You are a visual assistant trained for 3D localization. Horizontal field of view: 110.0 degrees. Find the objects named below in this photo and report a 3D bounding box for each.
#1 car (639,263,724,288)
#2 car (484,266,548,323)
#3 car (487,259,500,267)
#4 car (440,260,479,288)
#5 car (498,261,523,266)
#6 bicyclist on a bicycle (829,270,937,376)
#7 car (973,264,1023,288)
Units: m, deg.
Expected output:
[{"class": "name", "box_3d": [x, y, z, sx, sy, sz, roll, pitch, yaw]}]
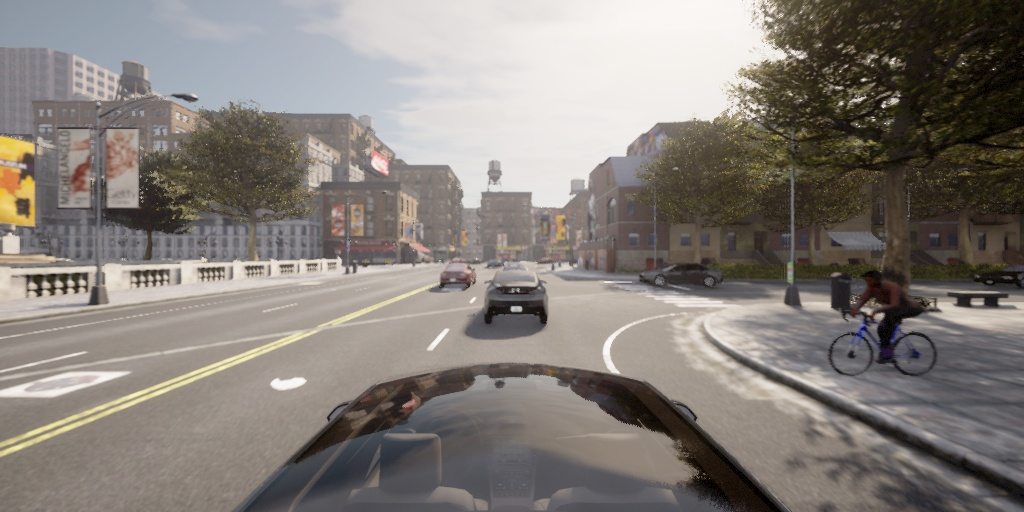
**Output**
[{"class": "car", "box_3d": [10.559, 1.179, 22.568, 4.892, 1.490, 1.837, 0, 0, 4]}, {"class": "car", "box_3d": [0.120, 1.211, 11.906, 1.837, 1.490, 4.892, 0, -1, 0]}, {"class": "car", "box_3d": [-2.303, 1.152, 53.265, 1.895, 1.301, 4.718, 0, 0, 10]}, {"class": "car", "box_3d": [-3.355, 1.194, 22.680, 1.812, 1.442, 4.674, 0, 0, 0]}, {"class": "car", "box_3d": [0.160, 1.190, 29.680, 2.033, 1.411, 5.357, 0, 0, 0]}, {"class": "bicyclist on a bicycle", "box_3d": [5.642, 1.038, 5.459, 1.656, 1.620, 0.582, 0, 0, 0]}, {"class": "car", "box_3d": [32.510, 1.230, 22.392, 5.357, 1.411, 2.033, 0, 0, 0]}]
